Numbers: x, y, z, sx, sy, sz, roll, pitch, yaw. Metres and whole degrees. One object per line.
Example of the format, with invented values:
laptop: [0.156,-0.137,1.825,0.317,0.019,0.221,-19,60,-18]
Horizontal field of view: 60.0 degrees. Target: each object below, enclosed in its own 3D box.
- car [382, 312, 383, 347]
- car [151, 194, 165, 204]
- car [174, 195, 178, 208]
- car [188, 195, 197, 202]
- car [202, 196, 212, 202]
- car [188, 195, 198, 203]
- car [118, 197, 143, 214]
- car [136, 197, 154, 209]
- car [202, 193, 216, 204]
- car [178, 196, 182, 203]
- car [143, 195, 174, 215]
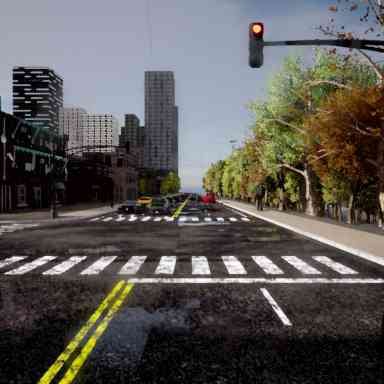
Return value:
car: [3.355,1.491,2.342,2.128,1.511,4.902,0,0,0]
car: [-6.460,1.328,63.313,2.097,1.767,4.553,0,0,1]
car: [-3.282,1.486,46.262,1.837,1.490,4.892,0,1,0]
car: [0.115,1.446,76.495,1.882,1.535,5.008,0,0,0]
car: [3.361,1.522,75.874,1.994,1.385,4.181,0,0,0]
car: [0.196,1.466,66.188,2.128,1.511,4.902,0,0,0]
car: [-6.549,1.553,35.376,1.994,1.385,4.181,0,0,0]
car: [-6.531,1.461,46.579,1.882,1.535,5.008,0,0,0]
car: [3.441,1.196,65.290,2.150,2.045,5.566,0,0,1]
car: [-3.155,1.480,68.780,1.837,1.490,4.892,0,0,0]
car: [-3.302,1.342,33.464,2.097,1.767,4.553,0,0,0]
